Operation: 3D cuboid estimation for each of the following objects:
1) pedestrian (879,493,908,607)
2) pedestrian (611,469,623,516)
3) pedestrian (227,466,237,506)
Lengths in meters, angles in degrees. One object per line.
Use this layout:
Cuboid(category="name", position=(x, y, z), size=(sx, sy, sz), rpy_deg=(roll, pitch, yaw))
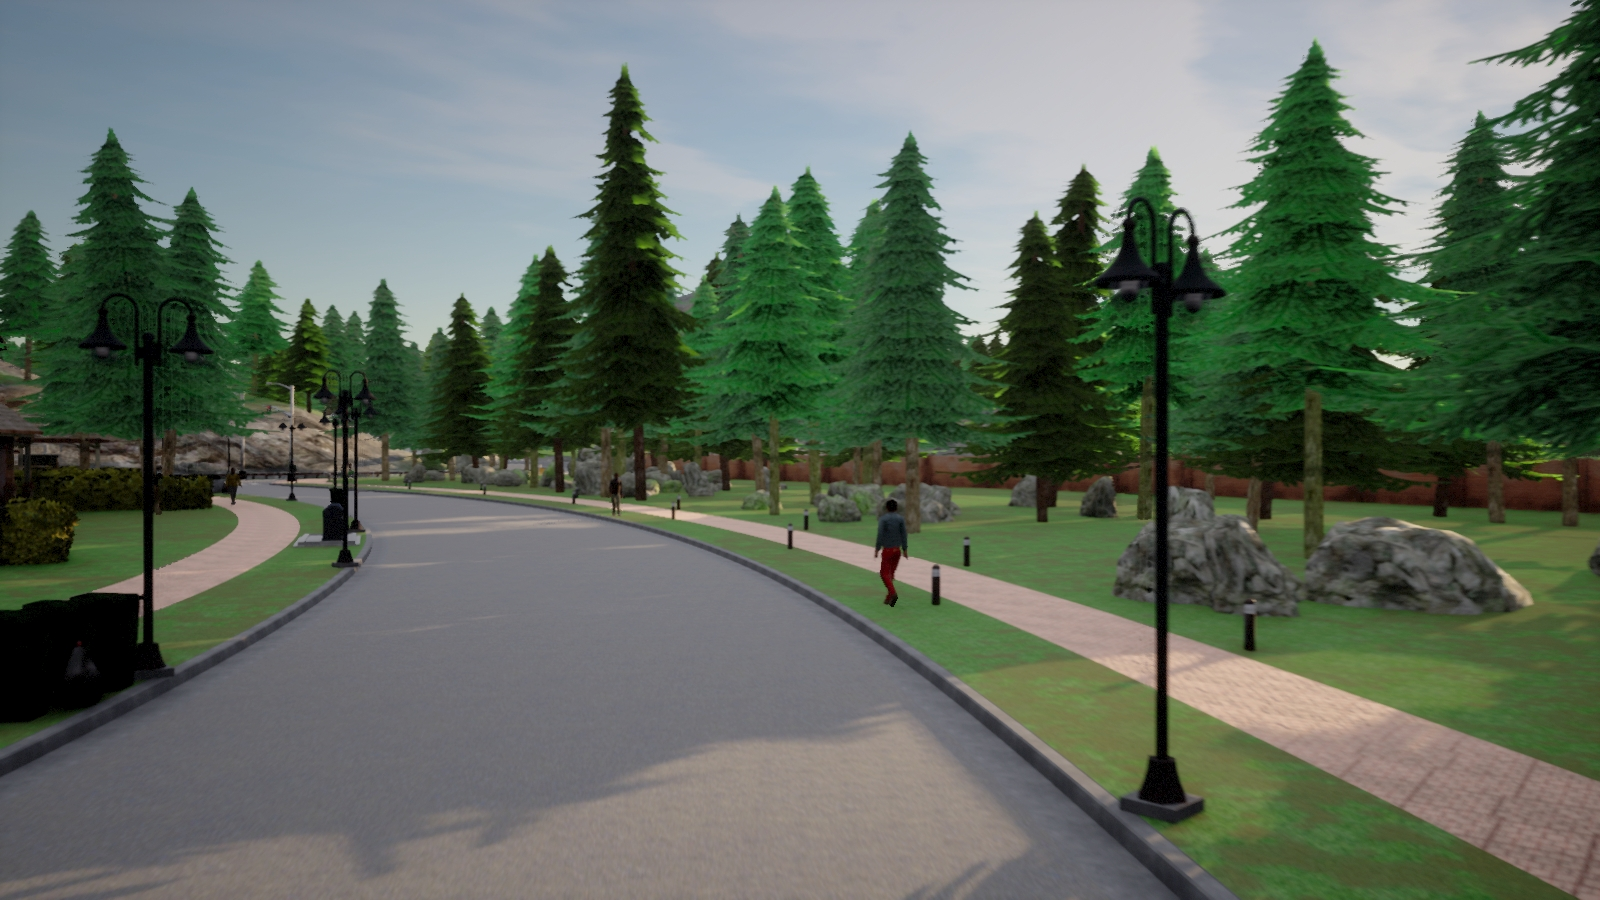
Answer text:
Cuboid(category="pedestrian", position=(1.565, 1.664, 19.118), size=(0.375, 1.860, 0.375), rpy_deg=(0, 0, -18))
Cuboid(category="pedestrian", position=(-7.204, 1.668, 44.949), size=(0.375, 1.860, 0.375), rpy_deg=(0, 0, -24))
Cuboid(category="pedestrian", position=(-26.691, 1.674, 53.721), size=(0.375, 1.860, 0.375), rpy_deg=(0, 0, -35))
